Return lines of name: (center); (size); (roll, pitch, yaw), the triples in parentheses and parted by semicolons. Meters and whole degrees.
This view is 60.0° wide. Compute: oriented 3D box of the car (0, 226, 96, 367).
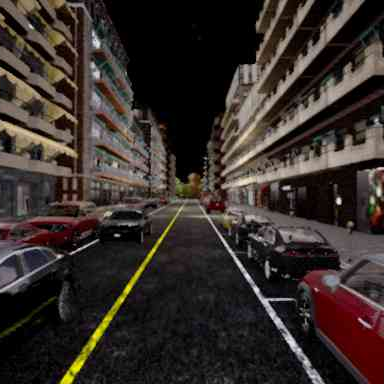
car: (-3.100, 1.514, 4.452); (2.128, 1.511, 4.902); (0, 0, 0)

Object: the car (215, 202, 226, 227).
car: (2.675, 1.592, 20.880); (1.752, 1.417, 4.829); (1, 0, 0)

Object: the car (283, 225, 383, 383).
car: (2.701, 1.449, 4.008); (1.967, 1.590, 4.097); (1, 0, 0)

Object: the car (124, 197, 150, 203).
car: (-5.720, 1.439, 31.868); (2.192, 1.841, 5.009); (1, 0, 0)

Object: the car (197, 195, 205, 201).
car: (2.567, 1.654, 93.094); (2.192, 1.841, 5.009); (1, 0, 0)

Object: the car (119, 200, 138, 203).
car: (-5.714, 1.628, 26.129); (1.752, 1.417, 4.829); (1, 0, 0)

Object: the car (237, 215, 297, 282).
car: (2.692, 1.578, 9.575); (2.008, 1.369, 4.403); (1, 0, 0)

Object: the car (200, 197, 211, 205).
car: (2.607, 1.782, 65.253); (2.008, 1.369, 4.403); (1, 0, 0)

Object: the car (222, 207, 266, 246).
car: (2.684, 1.598, 15.142); (2.008, 1.369, 4.403); (1, 0, 0)

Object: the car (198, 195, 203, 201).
car: (2.618, 1.525, 59.685); (2.192, 1.841, 5.009); (1, 0, 0)

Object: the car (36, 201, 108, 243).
car: (-5.694, 1.379, 15.164); (2.192, 1.841, 5.009); (1, 0, 0)

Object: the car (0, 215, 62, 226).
car: (-5.689, 1.590, 9.596); (1.887, 1.381, 4.507); (1, 0, 0)

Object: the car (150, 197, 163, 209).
car: (-5.748, 1.751, 48.571); (1.947, 1.339, 4.313); (1, 0, 0)

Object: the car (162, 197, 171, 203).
car: (-5.791, 1.873, 76.410); (1.802, 1.307, 4.206); (1, 0, 0)

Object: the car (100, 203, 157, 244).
car: (-3.105, 1.541, 16.357); (1.882, 1.535, 5.008); (0, 0, 0)

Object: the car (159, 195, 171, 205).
car: (-5.771, 1.563, 65.274); (2.192, 1.841, 5.009); (1, 0, 0)

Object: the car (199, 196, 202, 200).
car: (2.624, 1.733, 54.117); (1.887, 1.381, 4.507); (1, 0, 0)

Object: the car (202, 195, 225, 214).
car: (2.652, 1.441, 37.415); (2.192, 1.841, 5.009); (1, 0, 0)

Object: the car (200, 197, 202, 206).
car: (2.632, 1.718, 48.550); (2.008, 1.369, 4.403); (1, 0, 0)
